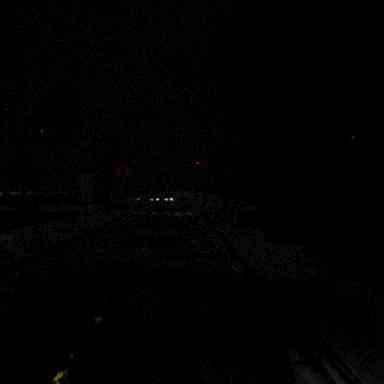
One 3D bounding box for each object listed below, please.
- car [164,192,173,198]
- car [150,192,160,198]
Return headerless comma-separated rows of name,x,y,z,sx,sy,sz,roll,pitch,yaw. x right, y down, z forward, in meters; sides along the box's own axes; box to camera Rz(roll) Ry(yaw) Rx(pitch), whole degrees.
car,-5.446,0.744,78.562,1.994,1.385,4.181,0,1,-2
car,-8.694,0.761,78.459,1.994,1.385,4.181,0,1,-2
